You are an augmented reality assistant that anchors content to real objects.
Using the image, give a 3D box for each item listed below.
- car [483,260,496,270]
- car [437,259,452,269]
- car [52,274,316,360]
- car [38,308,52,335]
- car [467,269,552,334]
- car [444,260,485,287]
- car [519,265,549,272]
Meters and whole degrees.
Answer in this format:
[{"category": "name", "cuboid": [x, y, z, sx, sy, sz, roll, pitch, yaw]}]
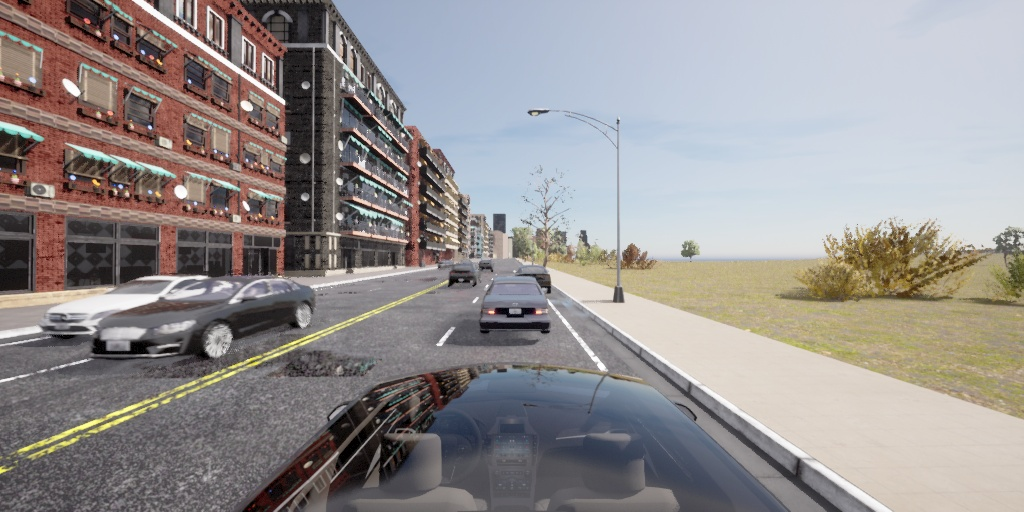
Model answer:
[{"category": "car", "cuboid": [-3.213, 1.247, 45.283, 1.837, 1.490, 4.892, 0, -2, 0]}, {"category": "car", "cuboid": [-9.919, 1.238, 53.815, 2.128, 1.511, 4.902, 0, 0, 0]}, {"category": "car", "cuboid": [-6.611, 1.242, 8.460, 2.128, 1.511, 4.902, 0, 0, 0]}, {"category": "car", "cuboid": [-9.851, 1.276, 10.171, 1.812, 1.442, 4.674, 0, 0, 0]}, {"category": "car", "cuboid": [0.089, 1.298, 10.632, 2.033, 1.411, 5.357, 0, 0, 0]}, {"category": "car", "cuboid": [-3.184, 1.255, 24.809, 1.837, 1.490, 4.892, 0, 0, 0]}, {"category": "car", "cuboid": [1.109, 1.229, 20.396, 1.882, 1.535, 5.008, 0, 0, 0]}]
